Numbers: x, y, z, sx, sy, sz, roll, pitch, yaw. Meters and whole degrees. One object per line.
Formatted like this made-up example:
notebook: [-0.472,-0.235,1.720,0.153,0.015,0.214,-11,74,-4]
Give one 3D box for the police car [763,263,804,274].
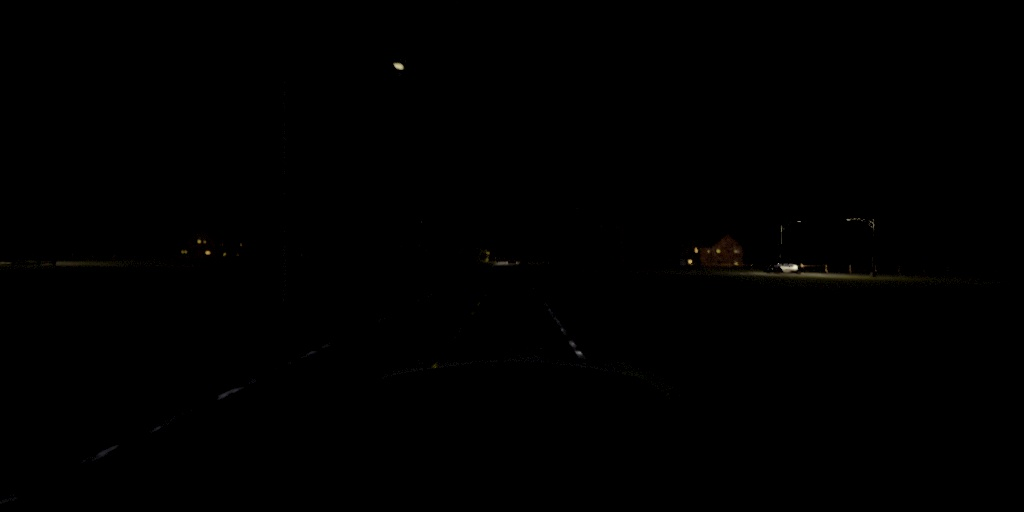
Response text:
police car: [39.118,1.826,51.790,4.974,1.542,2.038,1,1,0]
